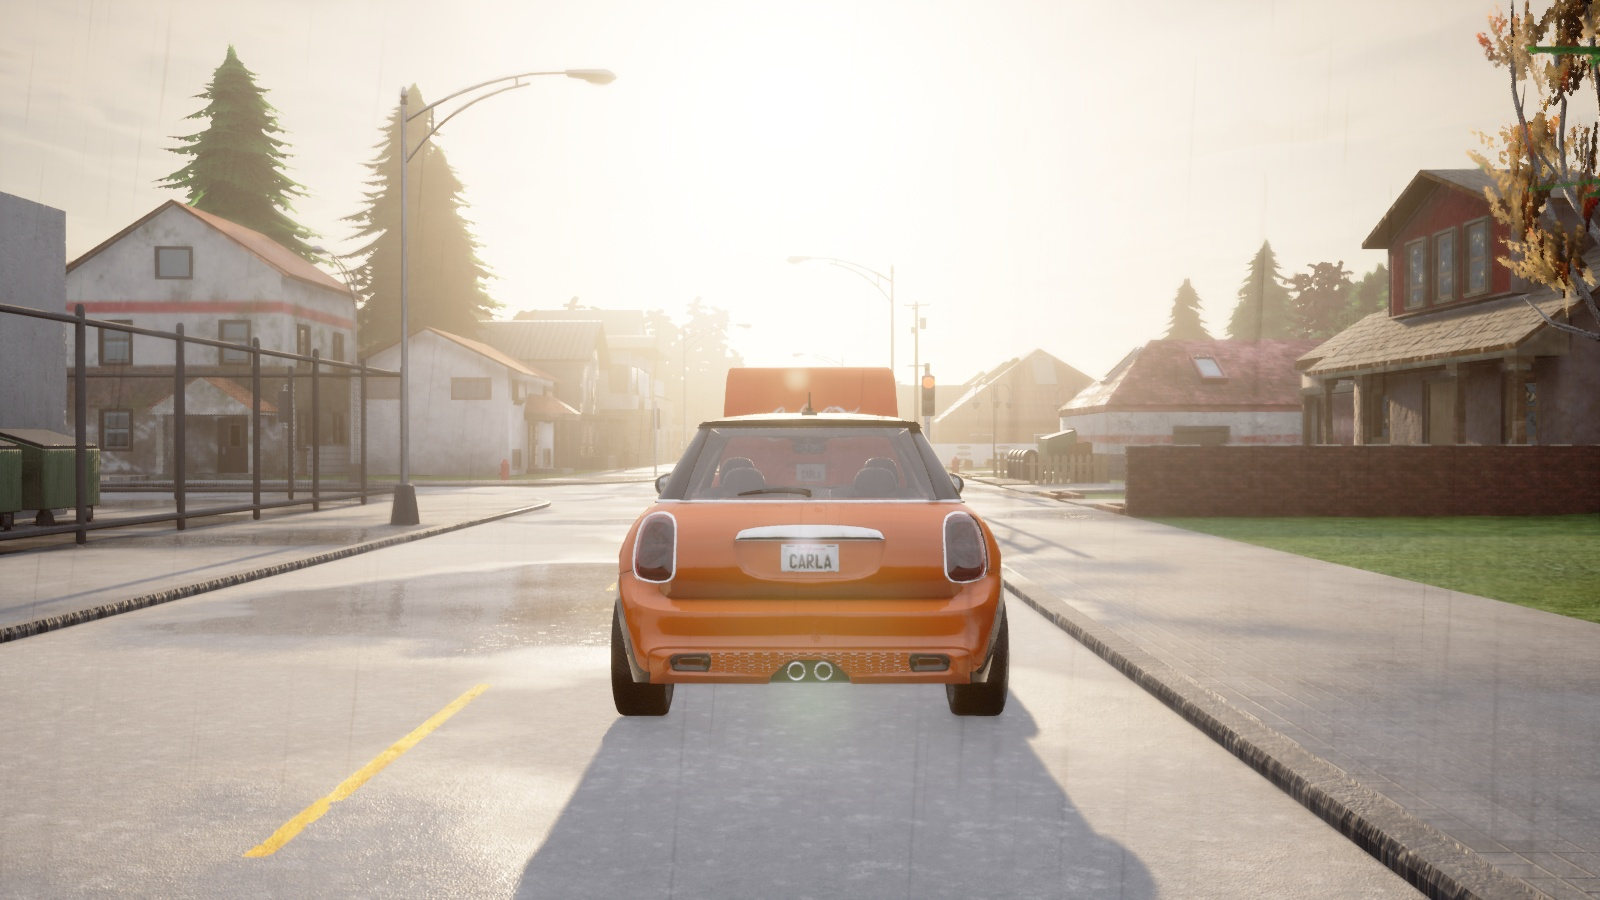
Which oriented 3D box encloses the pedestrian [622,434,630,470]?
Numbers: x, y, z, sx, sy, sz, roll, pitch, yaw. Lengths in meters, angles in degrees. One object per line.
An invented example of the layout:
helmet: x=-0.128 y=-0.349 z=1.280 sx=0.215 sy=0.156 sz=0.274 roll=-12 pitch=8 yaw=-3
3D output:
pedestrian: x=-8.835 y=0.089 z=63.724 sx=0.331 sy=1.846 sz=0.634 roll=0 pitch=0 yaw=0

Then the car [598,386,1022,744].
car: x=0.062 y=0.557 z=8.482 sx=2.097 sy=1.767 sz=4.553 roll=0 pitch=0 yaw=0

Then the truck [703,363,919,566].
truck: x=0.125 y=0.159 z=17.875 sx=2.627 sy=2.467 sz=5.204 roll=0 pitch=0 yaw=0
